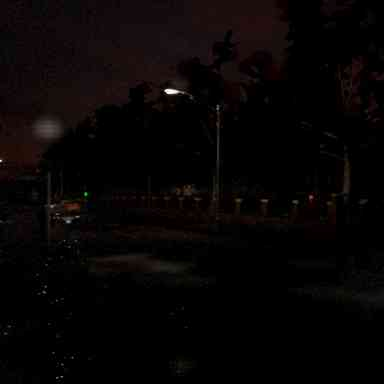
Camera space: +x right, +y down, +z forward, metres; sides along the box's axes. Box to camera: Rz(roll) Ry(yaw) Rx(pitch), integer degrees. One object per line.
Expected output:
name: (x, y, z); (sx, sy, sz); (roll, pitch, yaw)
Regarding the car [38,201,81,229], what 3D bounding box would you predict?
car: (-9.186, 1.607, 22.817); (2.128, 1.511, 4.902); (0, 0, -37)
